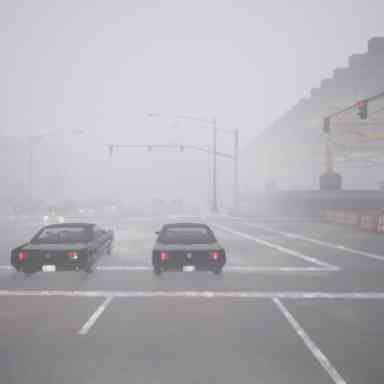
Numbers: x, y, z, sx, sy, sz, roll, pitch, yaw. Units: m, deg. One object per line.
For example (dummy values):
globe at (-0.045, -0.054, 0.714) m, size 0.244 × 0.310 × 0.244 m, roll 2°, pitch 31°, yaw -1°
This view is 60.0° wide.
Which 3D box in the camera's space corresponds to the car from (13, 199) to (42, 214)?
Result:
car at (-17.390, 1.571, 35.955) m, size 2.128 × 1.511 × 4.902 m, roll 0°, pitch 0°, yaw 2°

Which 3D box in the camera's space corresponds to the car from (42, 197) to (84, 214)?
car at (-13.885, 1.557, 36.159) m, size 1.882 × 1.535 × 5.008 m, roll 0°, pitch 0°, yaw 2°

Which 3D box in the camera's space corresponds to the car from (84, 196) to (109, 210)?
car at (-13.633, 1.649, 45.983) m, size 2.033 × 1.411 × 5.357 m, roll 0°, pitch 0°, yaw 2°

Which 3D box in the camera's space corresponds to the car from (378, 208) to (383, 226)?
car at (14.036, 1.502, 22.229) m, size 2.038 × 1.542 × 4.974 m, roll 0°, pitch 0°, yaw 45°

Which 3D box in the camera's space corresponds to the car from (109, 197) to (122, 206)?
car at (-13.322, 1.725, 56.287) m, size 1.895 × 1.301 × 4.718 m, roll 0°, pitch 0°, yaw 2°

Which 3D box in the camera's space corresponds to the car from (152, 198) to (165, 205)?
car at (-6.175, 1.698, 60.854) m, size 1.994 × 1.385 × 4.181 m, roll 0°, pitch 0°, yaw 1°

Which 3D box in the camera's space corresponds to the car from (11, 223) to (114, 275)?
car at (-3.727, 1.624, 10.538) m, size 1.895 × 1.301 × 4.718 m, roll 0°, pitch 0°, yaw -4°

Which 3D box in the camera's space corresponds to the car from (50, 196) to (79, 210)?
car at (-17.156, 1.452, 45.156) m, size 2.097 × 1.767 × 4.553 m, roll 0°, pitch 0°, yaw 2°

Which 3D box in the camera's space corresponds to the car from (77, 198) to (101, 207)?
car at (-16.871, 1.668, 54.736) m, size 2.033 × 1.411 × 5.357 m, roll 0°, pitch 0°, yaw 2°

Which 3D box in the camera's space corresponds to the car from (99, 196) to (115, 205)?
car at (-16.570, 1.621, 65.184) m, size 1.882 × 1.535 × 5.008 m, roll 0°, pitch 0°, yaw 1°

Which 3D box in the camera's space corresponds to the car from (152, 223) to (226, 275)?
car at (-0.226, 1.624, 10.520) m, size 1.895 × 1.301 × 4.718 m, roll 0°, pitch 0°, yaw -4°

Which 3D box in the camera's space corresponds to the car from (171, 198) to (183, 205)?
car at (-2.676, 1.698, 60.767) m, size 1.994 × 1.385 × 4.181 m, roll 0°, pitch 0°, yaw 1°

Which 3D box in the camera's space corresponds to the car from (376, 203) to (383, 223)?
car at (14.072, 1.344, 22.267) m, size 1.853 × 1.218 × 4.536 m, roll 0°, pitch 0°, yaw 45°
